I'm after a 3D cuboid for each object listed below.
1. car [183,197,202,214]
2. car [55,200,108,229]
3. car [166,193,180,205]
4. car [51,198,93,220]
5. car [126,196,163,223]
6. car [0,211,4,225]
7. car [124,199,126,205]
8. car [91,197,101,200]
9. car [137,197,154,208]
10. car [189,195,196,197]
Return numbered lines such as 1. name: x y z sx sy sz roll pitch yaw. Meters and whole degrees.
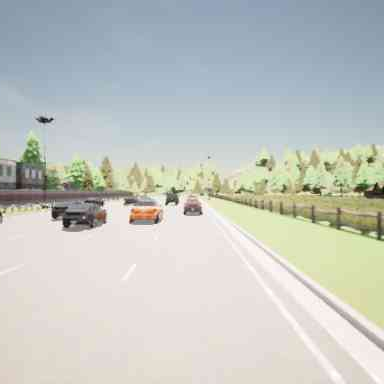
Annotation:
1. car: 0.086 1.536 35.029 1.812 1.442 4.674 0 0 0
2. car: -6.909 1.511 21.831 1.837 1.490 4.892 0 0 0
3. car: -3.422 1.238 59.177 2.150 2.045 5.566 0 0 0
4. car: -10.412 1.512 28.615 1.837 1.490 4.892 0 0 0
5. car: -3.409 1.359 25.615 2.097 1.767 4.553 0 0 0
6. car: -13.907 1.483 20.951 1.882 1.535 5.008 0 0 0
7. car: -10.419 1.521 57.423 1.837 1.490 4.892 0 0 0
8. car: -13.917 1.490 47.558 1.882 1.535 5.008 0 0 0
9. car: -6.918 1.492 50.235 1.882 1.535 5.008 0 0 0
10. car: 0.081 1.369 61.112 2.097 1.767 4.553 0 0 0
